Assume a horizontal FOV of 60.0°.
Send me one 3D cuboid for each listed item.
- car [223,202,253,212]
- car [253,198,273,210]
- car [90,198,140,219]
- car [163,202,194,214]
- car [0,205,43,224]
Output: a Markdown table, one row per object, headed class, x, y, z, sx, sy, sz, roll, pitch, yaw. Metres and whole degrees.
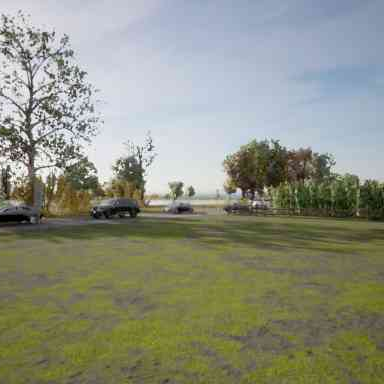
| class | x | y | z | sx | sy | sz | roll | pitch | yaw |
| --- | --- | --- | --- | --- | --- | --- | --- | --- | --- |
| car | 6.582 | 2.224 | 49.579 | 2.033 | 1.411 | 5.357 | -1 | -2 | 35 |
| car | 12.518 | 2.058 | 58.164 | 2.150 | 2.045 | 5.566 | -1 | -2 | 35 |
| car | -7.755 | 1.632 | 34.145 | 2.150 | 2.045 | 5.566 | -1 | -2 | 35 |
| car | -1.700 | 2.060 | 42.785 | 2.128 | 1.511 | 4.902 | -1 | -2 | 35 |
| car | -13.901 | 1.742 | 25.351 | 2.128 | 1.511 | 4.902 | -1 | -2 | 35 |
